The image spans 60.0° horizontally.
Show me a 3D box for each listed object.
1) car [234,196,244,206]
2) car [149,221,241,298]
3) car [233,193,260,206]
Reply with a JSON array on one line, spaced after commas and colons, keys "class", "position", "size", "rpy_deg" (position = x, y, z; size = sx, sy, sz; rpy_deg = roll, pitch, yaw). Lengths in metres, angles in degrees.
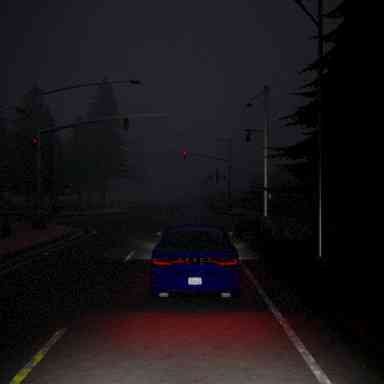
[{"class": "car", "position": [8.954, 1.144, 49.511], "size": [4.605, 1.855, 1.932], "rpy_deg": [0, 0, 0]}, {"class": "car", "position": [0.079, 1.478, 8.558], "size": [1.882, 1.535, 5.008], "rpy_deg": [0, 0, 1]}, {"class": "car", "position": [8.545, 1.146, 52.022], "size": [3.866, 1.878, 1.905], "rpy_deg": [0, 0, 0]}]
